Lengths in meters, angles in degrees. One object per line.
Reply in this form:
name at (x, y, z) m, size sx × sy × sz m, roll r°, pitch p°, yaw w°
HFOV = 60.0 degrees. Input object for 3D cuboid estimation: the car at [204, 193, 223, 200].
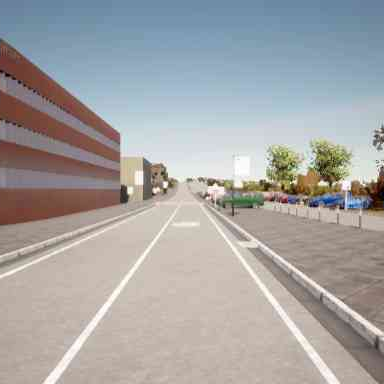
car at (5.381, 1.149, 83.498) m, size 4.553 × 1.767 × 2.185 m, roll 0°, pitch 0°, yaw -1°

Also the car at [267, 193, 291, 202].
car at (18.211, 1.172, 69.804) m, size 4.553 × 1.767 × 2.185 m, roll 0°, pitch 0°, yaw -1°

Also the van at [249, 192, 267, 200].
van at (17.692, 1.038, 89.439) m, size 4.442 × 1.987 × 1.878 m, roll 0°, pitch 0°, yaw -1°

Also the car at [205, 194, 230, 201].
car at (5.696, 1.286, 75.026) m, size 5.366 × 1.575 × 1.946 m, roll 0°, pitch 0°, yaw -1°

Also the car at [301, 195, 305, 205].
car at (18.623, 1.335, 47.095) m, size 4.892 × 1.521 × 2.231 m, roll 0°, pitch 0°, yaw -1°

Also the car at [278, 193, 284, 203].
car at (18.393, 1.318, 58.387) m, size 5.008 × 1.535 × 2.097 m, roll 0°, pitch 0°, yaw -1°

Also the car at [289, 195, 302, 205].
car at (18.501, 1.328, 52.740) m, size 4.892 × 1.521 × 2.231 m, roll 0°, pitch 0°, yaw -1°

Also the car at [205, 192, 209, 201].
car at (5.857, 1.300, 66.550) m, size 5.366 × 1.575 × 1.946 m, roll 0°, pitch 0°, yaw -1°

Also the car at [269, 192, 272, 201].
car at (18.229, 1.303, 66.981) m, size 5.008 × 1.535 × 2.097 m, roll 0°, pitch 0°, yaw -1°

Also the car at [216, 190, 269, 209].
car at (6.127, 1.086, 41.119) m, size 5.566 × 2.045 × 2.435 m, roll 0°, pitch 0°, yaw -1°

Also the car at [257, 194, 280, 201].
car at (18.029, 1.285, 78.148) m, size 4.892 × 1.521 × 2.231 m, roll 0°, pitch 0°, yaw -1°

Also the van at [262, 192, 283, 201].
van at (18.191, 1.062, 75.325) m, size 4.442 × 1.987 × 1.878 m, roll 0°, pitch 0°, yaw -1°

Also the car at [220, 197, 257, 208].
car at (6.099, 1.376, 43.944) m, size 4.674 × 1.452 × 2.002 m, roll 0°, pitch 0°, yaw -1°

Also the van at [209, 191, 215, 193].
van at (5.896, 1.087, 60.898) m, size 4.442 × 1.987 × 1.878 m, roll 0°, pitch 0°, yaw -1°

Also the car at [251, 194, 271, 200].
car at (17.895, 1.299, 86.617) m, size 4.792 × 1.488 × 2.163 m, roll 0°, pitch 0°, yaw -1°

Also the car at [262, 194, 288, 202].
car at (18.132, 1.293, 72.627) m, size 5.008 × 1.535 × 2.097 m, roll 0°, pitch 0°, yaw -1°

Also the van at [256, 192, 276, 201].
van at (18.087, 1.053, 80.974) m, size 4.442 × 1.987 × 1.878 m, roll 0°, pitch 0°, yaw -1°

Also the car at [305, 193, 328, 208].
car at (18.640, 1.085, 44.394) m, size 5.566 × 2.045 × 2.435 m, roll 0°, pitch 0°, yaw -1°

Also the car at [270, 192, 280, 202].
car at (18.292, 1.308, 64.158) m, size 5.008 × 1.535 × 2.097 m, roll 0°, pitch 0°, yaw -1°

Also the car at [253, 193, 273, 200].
car at (17.883, 1.148, 83.918) m, size 4.553 × 1.767 × 2.185 m, roll 0°, pitch 0°, yaw -1°

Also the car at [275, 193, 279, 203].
car at (18.373, 1.342, 61.211) m, size 4.792 × 1.488 × 2.163 m, roll 0°, pitch 0°, yaw -1°

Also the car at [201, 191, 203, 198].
car at (5.485, 1.033, 77.848) m, size 5.566 × 2.045 × 2.435 m, roll 0°, pitch 0°, yaw -1°

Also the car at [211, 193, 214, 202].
car at (5.889, 1.363, 55.246) m, size 4.674 × 1.452 × 2.002 m, roll 0°, pitch 0°, yaw -1°

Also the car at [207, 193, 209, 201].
car at (5.723, 1.348, 63.722) m, size 4.674 × 1.452 × 2.002 m, roll 0°, pitch 0°, yaw -1°

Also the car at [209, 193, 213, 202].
car at (5.804, 1.348, 58.071) m, size 4.792 × 1.488 × 2.163 m, roll 0°, pitch 0°, yaw -1°

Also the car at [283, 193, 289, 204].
car at (18.446, 1.322, 55.564) m, size 5.008 × 1.535 × 2.097 m, roll 0°, pitch 0°, yaw -1°

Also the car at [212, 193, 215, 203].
car at (5.938, 1.368, 52.421) m, size 4.674 × 1.452 × 2.002 m, roll 0°, pitch 0°, yaw -1°

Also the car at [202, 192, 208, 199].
car at (5.432, 1.296, 69.368) m, size 5.366 × 1.575 × 1.946 m, roll 0°, pitch 0°, yaw -1°

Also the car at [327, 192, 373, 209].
car at (18.716, 1.204, 38.615) m, size 4.553 × 1.767 × 2.185 m, roll 0°, pitch 1°, yaw -1°
